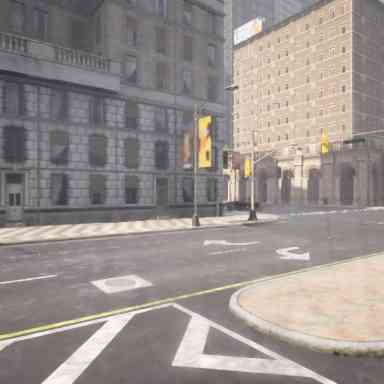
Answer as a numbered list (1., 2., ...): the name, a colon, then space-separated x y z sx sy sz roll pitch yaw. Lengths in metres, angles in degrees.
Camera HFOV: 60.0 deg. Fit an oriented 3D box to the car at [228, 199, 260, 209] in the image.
1. car: 7.285 1.601 46.477 1.895 1.301 4.718 0 0 -36
